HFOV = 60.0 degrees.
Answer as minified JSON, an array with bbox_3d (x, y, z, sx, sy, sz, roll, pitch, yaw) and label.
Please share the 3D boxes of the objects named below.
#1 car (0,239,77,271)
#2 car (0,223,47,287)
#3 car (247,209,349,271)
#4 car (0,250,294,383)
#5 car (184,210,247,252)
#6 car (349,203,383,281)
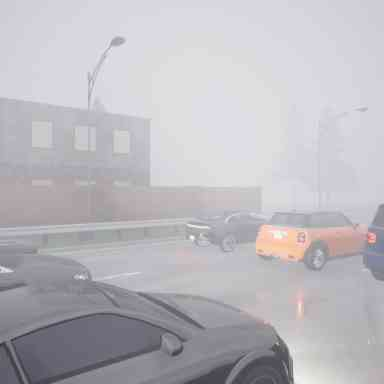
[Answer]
[{"bbox_3d":[-4.052,1.492,5.153,4.902,1.511,2.128,0,0,-36],"label":"car"},{"bbox_3d":[-6.193,1.601,7.925,4.718,1.301,1.895,0,0,-36],"label":"car"},{"bbox_3d":[4.311,1.352,11.184,4.553,1.767,2.097,0,0,-35],"label":"car"},{"bbox_3d":[-0.987,1.564,3.044,4.181,1.385,1.994,0,0,-35],"label":"car"},{"bbox_3d":[1.989,1.491,13.829,4.902,1.511,2.128,0,0,-35],"label":"car"},{"bbox_3d":[6.642,1.221,8.545,5.566,2.045,2.150,0,0,-35],"label":"car"}]
